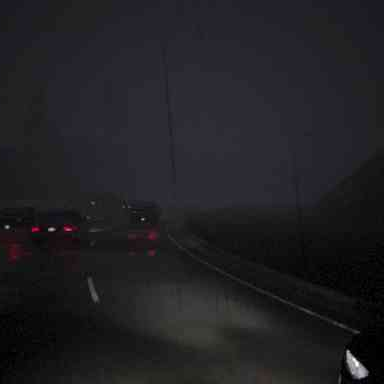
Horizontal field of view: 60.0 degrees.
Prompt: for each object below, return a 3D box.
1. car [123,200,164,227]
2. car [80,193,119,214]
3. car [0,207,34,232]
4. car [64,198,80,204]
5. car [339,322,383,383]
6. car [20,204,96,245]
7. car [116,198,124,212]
[{"bbox_3d":[-3.049,1.443,22.655,2.128,1.511,4.902,0,0,-2],"label":"car"},{"bbox_3d":[-8.741,1.149,34.180,2.150,2.045,5.566,0,0,14],"label":"car"},{"bbox_3d":[-9.977,1.557,19.939,1.895,1.301,4.718,0,0,-4],"label":"car"},{"bbox_3d":[-11.914,1.399,36.455,1.882,1.535,5.008,0,0,14],"label":"car"},{"bbox_3d":[3.158,1.487,1.522,2.128,1.511,4.902,0,0,-34],"label":"car"},{"bbox_3d":[-5.969,1.514,15.524,2.033,1.411,5.357,0,0,-10],"label":"car"},{"bbox_3d":[-5.298,1.474,33.770,2.033,1.411,5.357,0,0,14],"label":"car"}]
